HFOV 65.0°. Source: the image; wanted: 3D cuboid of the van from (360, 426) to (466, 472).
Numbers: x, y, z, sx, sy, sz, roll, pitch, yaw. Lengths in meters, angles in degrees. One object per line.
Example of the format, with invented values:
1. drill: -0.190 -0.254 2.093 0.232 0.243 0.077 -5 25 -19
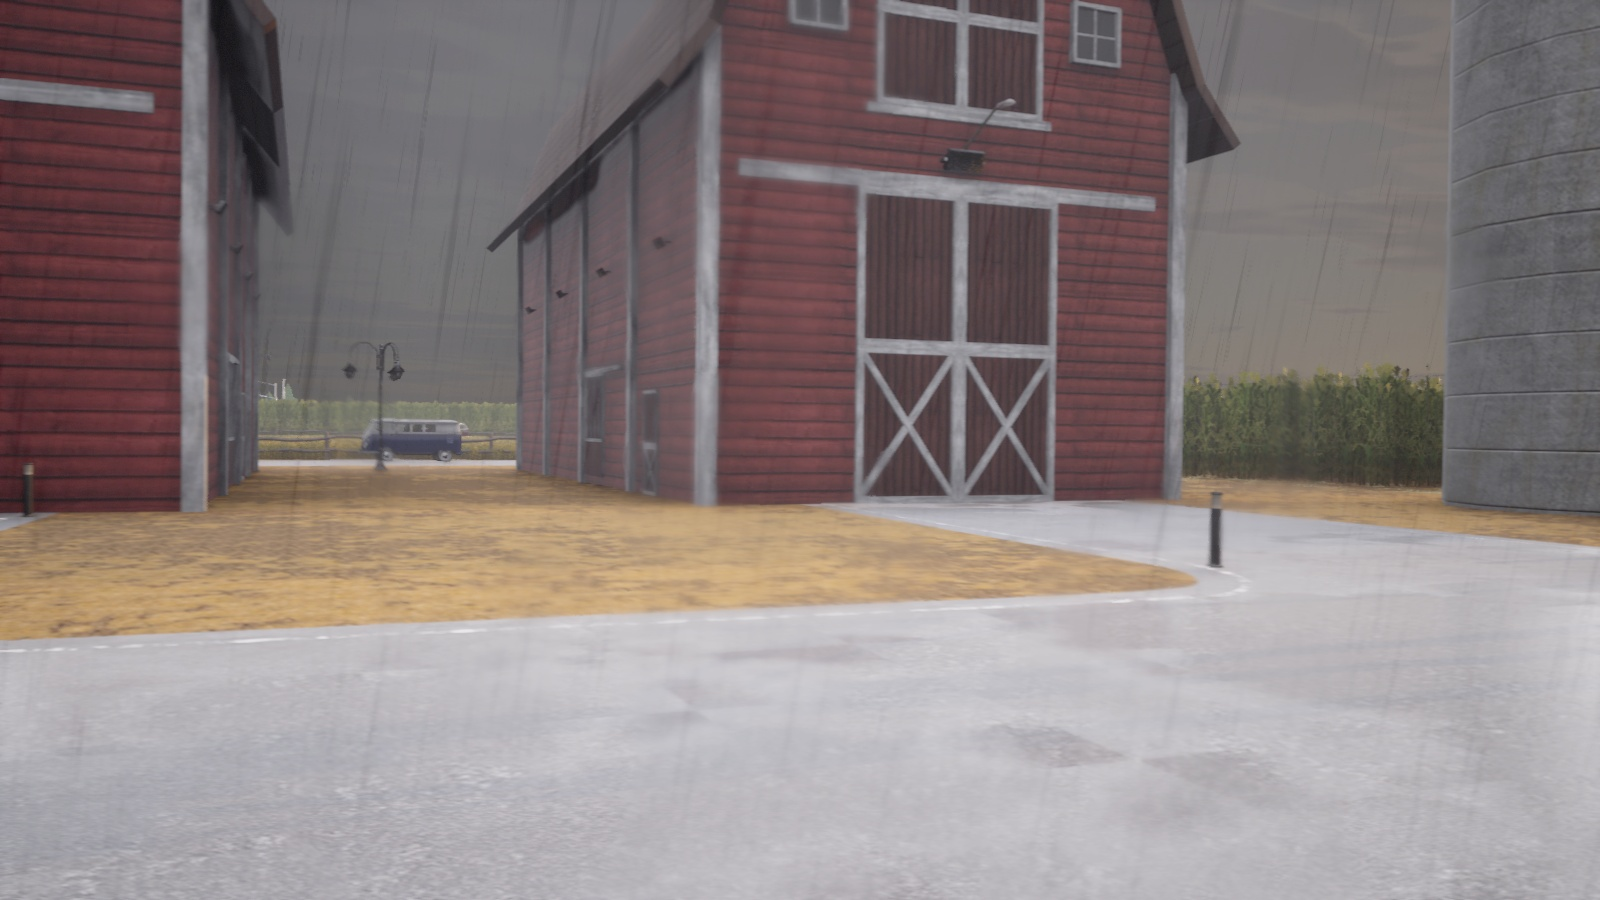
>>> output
1. van: -17.796 -0.059 57.814 4.442 1.987 1.775 -1 1 -24
